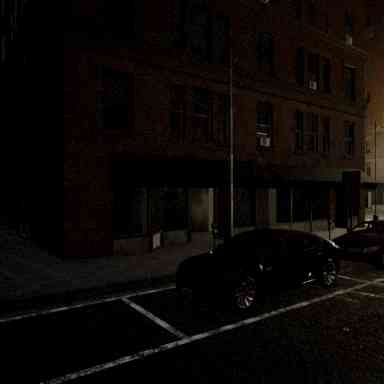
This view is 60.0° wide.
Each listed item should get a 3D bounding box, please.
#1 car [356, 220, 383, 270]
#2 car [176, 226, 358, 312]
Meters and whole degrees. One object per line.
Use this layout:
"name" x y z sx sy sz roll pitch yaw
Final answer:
"car" 6.173 1.582 10.894 4.206 1.307 1.802 0 0 -35
"car" 1.683 1.566 7.714 4.313 1.339 1.947 0 0 -35
